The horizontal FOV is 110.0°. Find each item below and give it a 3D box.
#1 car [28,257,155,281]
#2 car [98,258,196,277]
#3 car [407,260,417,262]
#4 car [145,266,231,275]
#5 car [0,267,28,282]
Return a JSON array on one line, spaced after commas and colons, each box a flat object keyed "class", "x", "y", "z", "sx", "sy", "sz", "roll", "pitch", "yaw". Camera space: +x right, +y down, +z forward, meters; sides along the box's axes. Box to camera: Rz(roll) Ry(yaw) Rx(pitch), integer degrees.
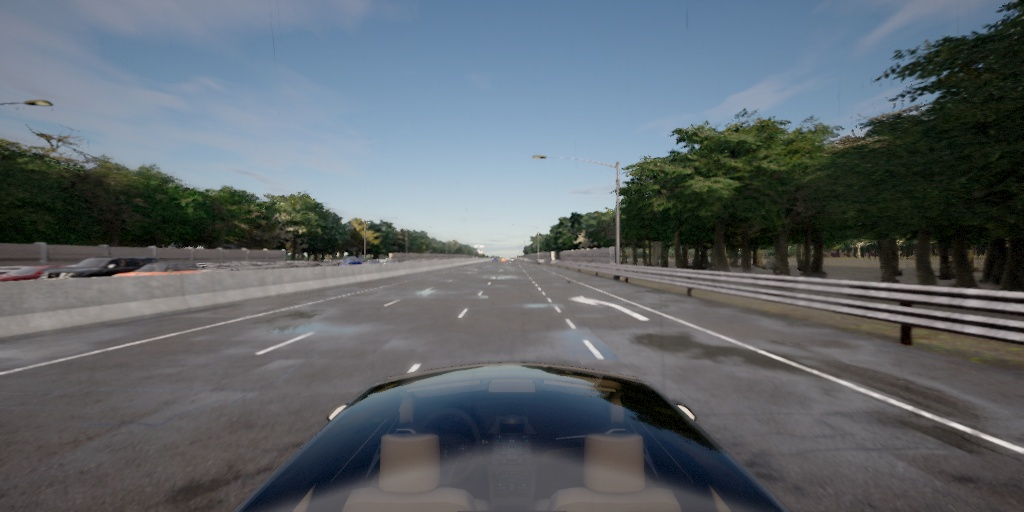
[{"class": "car", "x": -24.587, "y": 1.057, "z": 21.882, "sx": 2.150, "sy": 2.045, "sz": 5.566, "roll": 0, "pitch": 0, "yaw": 0}, {"class": "car", "x": -21.085, "y": 1.187, "z": 21.582, "sx": 2.097, "sy": 1.767, "sz": 4.553, "roll": 0, "pitch": 0, "yaw": 0}, {"class": "car", "x": -17.487, "y": 1.417, "z": 62.736, "sx": 1.882, "sy": 1.535, "sz": 5.008, "roll": 0, "pitch": 0, "yaw": 0}, {"class": "car", "x": -17.590, "y": 1.431, "z": 20.590, "sx": 1.895, "sy": 1.301, "sz": 4.718, "roll": 0, "pitch": 0, "yaw": 0}, {"class": "car", "x": -28.084, "y": 1.312, "z": 21.387, "sx": 1.882, "sy": 1.535, "sz": 5.008, "roll": 0, "pitch": 0, "yaw": 0}]
